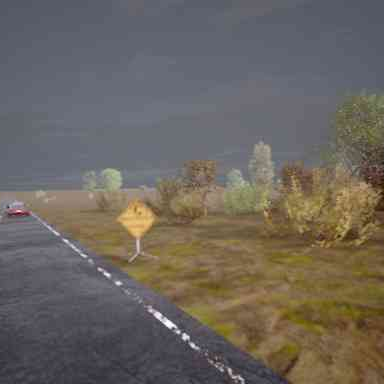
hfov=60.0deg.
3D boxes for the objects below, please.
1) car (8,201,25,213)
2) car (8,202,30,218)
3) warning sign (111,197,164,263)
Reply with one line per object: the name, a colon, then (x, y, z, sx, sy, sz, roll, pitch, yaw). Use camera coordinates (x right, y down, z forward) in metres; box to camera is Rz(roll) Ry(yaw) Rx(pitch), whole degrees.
car: (-23.029, 1.954, 43.636, 1.895, 1.301, 4.718, -2, 0, -29)
car: (-17.956, 1.836, 34.498, 1.994, 1.385, 4.181, -2, 0, -28)
warning sign: (-1.692, 1.102, 10.309, 1.300, 1.860, 1.060, -2, 0, -29)
